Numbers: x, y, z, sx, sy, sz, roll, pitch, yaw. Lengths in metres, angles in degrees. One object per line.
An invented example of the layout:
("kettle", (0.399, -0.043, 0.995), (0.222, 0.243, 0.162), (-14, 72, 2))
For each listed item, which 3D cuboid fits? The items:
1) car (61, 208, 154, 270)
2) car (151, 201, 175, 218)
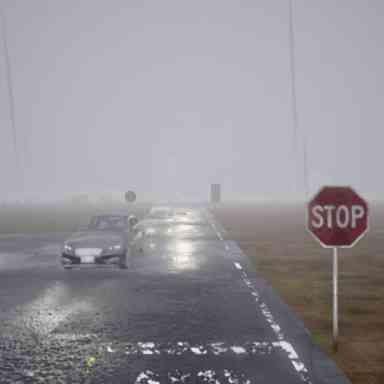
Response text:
("car", (-2.718, 1.496, 11.130), (2.128, 1.511, 4.902), (0, 0, 0))
("car", (-2.655, 1.559, 30.246), (1.812, 1.442, 4.674), (0, 0, 0))
